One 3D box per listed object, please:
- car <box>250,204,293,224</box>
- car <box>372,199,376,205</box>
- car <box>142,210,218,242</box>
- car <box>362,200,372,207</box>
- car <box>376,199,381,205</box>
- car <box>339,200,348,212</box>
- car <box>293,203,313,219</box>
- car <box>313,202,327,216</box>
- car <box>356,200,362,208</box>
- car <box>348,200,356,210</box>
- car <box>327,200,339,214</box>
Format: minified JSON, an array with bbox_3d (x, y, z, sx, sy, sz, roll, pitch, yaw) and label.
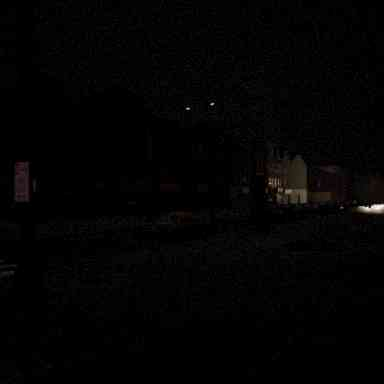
[{"bbox_3d":[5.987,1.713,25.941,1.947,1.339,4.313,-1,-1,35],"label":"car"},{"bbox_3d":[35.238,2.209,67.266,1.887,1.381,4.507,-1,-2,35],"label":"car"},{"bbox_3d":[-0.415,1.597,16.896,1.752,1.417,4.829,-1,-1,35],"label":"car"},{"bbox_3d":[31.989,2.144,62.675,2.008,1.369,4.403,-1,-1,35],"label":"car"},{"bbox_3d":[44.988,2.458,81.039,2.008,1.369,4.403,-2,-2,35],"label":"car"},{"bbox_3d":[18.987,1.782,44.310,1.967,1.590,4.097,-1,-1,35],"label":"car"},{"bbox_3d":[9.237,1.741,30.533,2.008,1.369,4.403,-1,-1,35],"label":"car"},{"bbox_3d":[12.488,1.819,35.124,1.802,1.307,4.206,-1,-1,35],"label":"car"},{"bbox_3d":[25.488,2.011,53.491,2.008,1.369,4.403,-1,-1,35],"label":"car"},{"bbox_3d":[22.238,1.950,48.900,2.008,1.369,4.403,-1,-1,35],"label":"car"},{"bbox_3d":[15.737,1.832,39.716,1.887,1.381,4.507,-1,-1,35],"label":"car"}]
